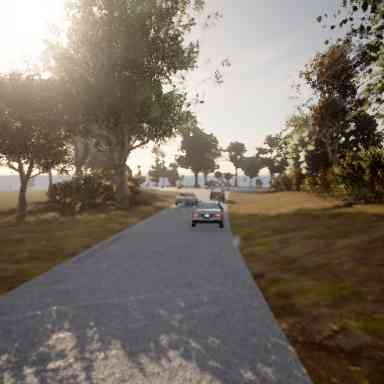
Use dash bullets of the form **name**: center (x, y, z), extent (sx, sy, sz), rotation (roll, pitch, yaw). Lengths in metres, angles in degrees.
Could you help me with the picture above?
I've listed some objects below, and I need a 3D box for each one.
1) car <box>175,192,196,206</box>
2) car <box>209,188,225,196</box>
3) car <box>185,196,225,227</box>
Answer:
- **car**: center (-0.553, 0.681, 33.690), extent (1.895, 1.301, 4.718), rotation (2, 3, 6)
- **car**: center (3.121, 0.280, 41.057), extent (1.812, 1.442, 4.674), rotation (0, 3, 6)
- **car**: center (1.000, 1.213, 20.104), extent (2.033, 1.411, 5.357), rotation (0, 2, 5)
